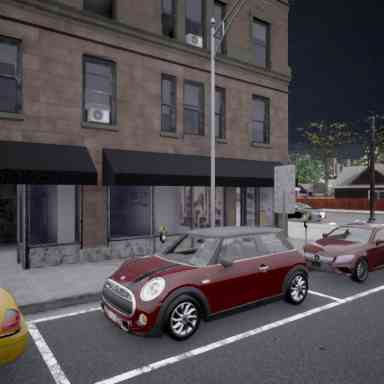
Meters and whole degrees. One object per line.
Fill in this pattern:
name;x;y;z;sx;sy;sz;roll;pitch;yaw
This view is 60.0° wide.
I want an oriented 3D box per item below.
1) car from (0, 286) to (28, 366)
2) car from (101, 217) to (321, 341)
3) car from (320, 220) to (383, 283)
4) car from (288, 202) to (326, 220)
car;-4.276;1.525;3.142;4.829;1.417;1.752;0;0;-35
car;0.359;1.440;6.440;4.097;1.590;1.967;0;0;-35
car;4.856;1.582;9.639;4.206;1.307;1.802;0;0;-35
car;8.438;1.592;27.075;2.128;1.511;4.902;0;0;-37
